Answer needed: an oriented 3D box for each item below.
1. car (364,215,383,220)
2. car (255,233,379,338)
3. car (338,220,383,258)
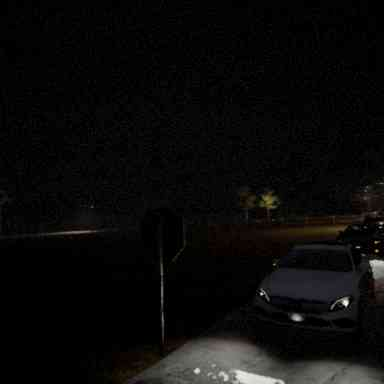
[{"bbox_3d":[15.008,2.691,27.343,1.837,1.490,4.892,-4,-4,31],"label":"car"},{"bbox_3d":[2.979,1.893,7.541,1.812,1.442,4.674,-4,-4,32],"label":"car"},{"bbox_3d":[8.184,2.266,16.068,1.994,1.385,4.181,-4,-4,31],"label":"car"}]
